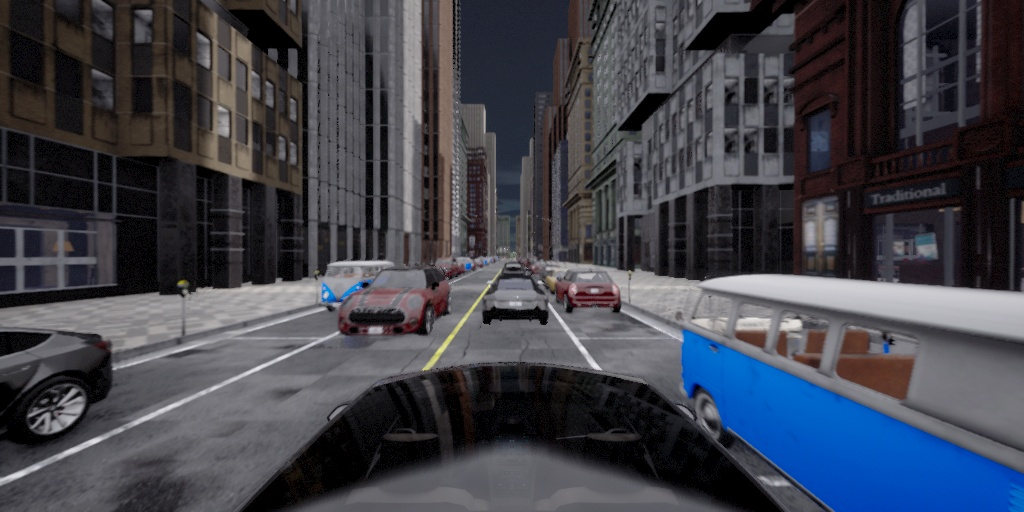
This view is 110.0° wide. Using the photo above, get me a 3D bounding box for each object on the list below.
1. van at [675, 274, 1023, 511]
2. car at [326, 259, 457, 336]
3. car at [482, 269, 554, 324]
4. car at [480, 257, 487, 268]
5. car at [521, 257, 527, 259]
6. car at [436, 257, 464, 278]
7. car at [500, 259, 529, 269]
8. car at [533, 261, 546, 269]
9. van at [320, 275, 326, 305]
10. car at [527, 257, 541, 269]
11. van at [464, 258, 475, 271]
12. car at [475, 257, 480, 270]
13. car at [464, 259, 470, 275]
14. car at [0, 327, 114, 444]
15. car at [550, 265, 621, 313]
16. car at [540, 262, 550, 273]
[{"bbox_3d":[2.762,1.090,2.640,1.690,1.789,3.998,0,0,0],"label":"van"},{"bbox_3d":[-3.088,1.095,10.378,2.097,1.767,4.553,0,0,0],"label":"car"},{"bbox_3d":[0.101,1.306,12.001,1.994,1.385,4.181,0,0,0],"label":"car"},{"bbox_3d":[-5.751,1.145,58.997,1.967,1.591,4.097,0,0,0],"label":"car"},{"bbox_3d":[2.772,1.029,47.731,2.192,1.841,5.009,0,0,0],"label":"car"},{"bbox_3d":[-5.757,1.041,30.813,2.192,1.841,5.009,0,0,0],"label":"car"},{"bbox_3d":[0.105,1.234,28.254,1.837,1.490,4.892,0,0,0],"label":"car"},{"bbox_3d":[2.767,1.282,25.186,2.007,1.370,4.403,0,0,0],"label":"car"},{"bbox_3d":[-5.761,1.081,13.903,1.690,1.789,3.998,0,0,0],"label":"van"},{"bbox_3d":[2.769,1.163,36.458,1.967,1.591,4.097,0,0,0],"label":"car"},{"bbox_3d":[-5.755,1.059,42.087,1.690,1.789,3.998,0,0,0],"label":"van"},{"bbox_3d":[-5.753,1.154,47.724,1.967,1.591,4.097,0,0,0],"label":"car"},{"bbox_3d":[-5.756,1.268,36.450,1.888,1.381,4.507,0,0,0],"label":"car"},{"bbox_3d":[-5.763,1.315,2.630,1.948,1.339,4.313,0,0,0],"label":"car"},{"bbox_3d":[2.765,1.180,13.913,1.967,1.591,4.097,0,0,0],"label":"car"},{"bbox_3d":[2.766,1.261,19.719,1.751,1.417,4.829,0,0,0],"label":"car"}]
